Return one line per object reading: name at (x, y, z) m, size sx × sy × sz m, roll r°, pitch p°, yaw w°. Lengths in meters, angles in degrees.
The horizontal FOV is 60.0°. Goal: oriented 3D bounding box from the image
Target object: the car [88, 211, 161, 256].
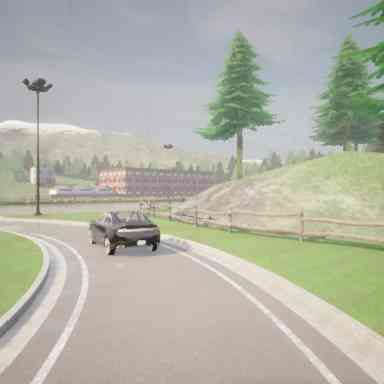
car at (-2.848, 1.492, 13.306) m, size 2.128 × 1.511 × 4.902 m, roll 0°, pitch 0°, yaw -28°
